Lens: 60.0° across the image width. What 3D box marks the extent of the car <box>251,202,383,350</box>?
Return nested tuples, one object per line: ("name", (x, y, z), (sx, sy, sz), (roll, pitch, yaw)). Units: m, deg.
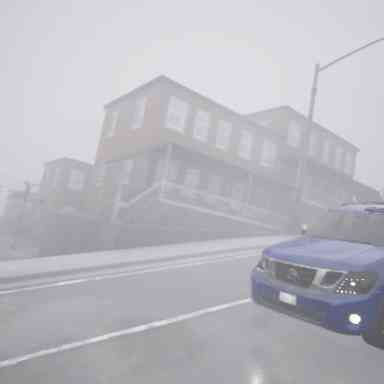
("car", (3.694, 1.247, 6.623), (5.566, 2.045, 2.150), (0, 0, -35))
